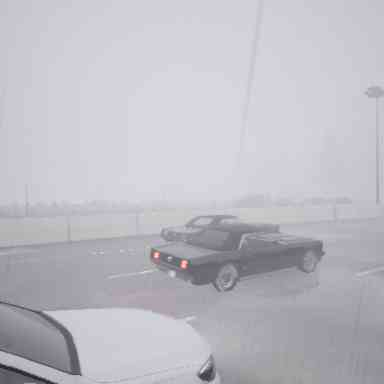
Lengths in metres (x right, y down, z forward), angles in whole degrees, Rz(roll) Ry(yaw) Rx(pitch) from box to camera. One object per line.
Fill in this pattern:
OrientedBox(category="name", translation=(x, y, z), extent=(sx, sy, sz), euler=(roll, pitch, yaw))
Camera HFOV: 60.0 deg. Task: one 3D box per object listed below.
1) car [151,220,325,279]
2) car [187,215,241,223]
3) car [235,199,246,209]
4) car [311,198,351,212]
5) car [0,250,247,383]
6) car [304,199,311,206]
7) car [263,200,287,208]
OrientedBox(category="car", translation=(1.387, 1.561, 8.787), extent=(4.718, 1.301, 1.895), euler=(0, 0, -34))
OrientedBox(category="car", translation=(1.272, 1.550, 12.932), extent=(4.718, 1.301, 1.895), euler=(0, 0, -34))
OrientedBox(category="car", translation=(7.742, 1.224, 42.867), extent=(5.566, 2.045, 2.150), euler=(1, 0, -34))
OrientedBox(category="car", translation=(15.207, 1.380, 35.232), extent=(4.553, 1.767, 2.097), euler=(1, 0, -34))
OrientedBox(category="car", translation=(-1.910, 1.526, 2.342), extent=(4.674, 1.442, 1.812), euler=(0, 0, -34))
OrientedBox(category="car", translation=(13.918, 1.386, 38.583), extent=(4.553, 1.767, 2.097), euler=(1, 0, -34))
OrientedBox(category="car", translation=(10.815, 1.509, 40.714), extent=(4.902, 1.511, 2.128), euler=(1, 0, -34))
